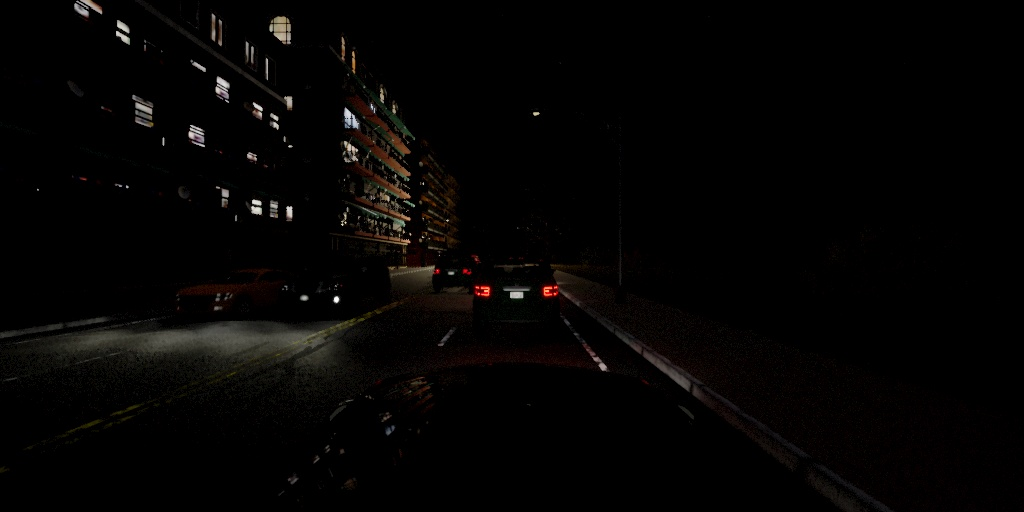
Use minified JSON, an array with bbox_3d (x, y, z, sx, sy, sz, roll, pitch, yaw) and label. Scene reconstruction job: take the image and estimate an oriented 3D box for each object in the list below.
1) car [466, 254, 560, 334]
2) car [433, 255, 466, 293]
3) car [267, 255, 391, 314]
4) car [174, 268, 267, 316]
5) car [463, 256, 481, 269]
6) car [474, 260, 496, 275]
[{"bbox_3d":[0.123,0.973,10.751,2.150,2.045,5.566,0,0,0],"label":"car"},{"bbox_3d":[-3.088,0.973,20.897,2.150,2.045,5.566,0,0,0],"label":"car"},{"bbox_3d":[-6.562,0.973,14.105,2.150,2.045,5.566,0,0,0],"label":"car"},{"bbox_3d":[-9.812,1.229,13.506,1.882,1.535,5.008,0,0,0],"label":"car"},{"bbox_3d":[-6.402,0.971,57.740,2.150,2.045,5.566,0,0,0],"label":"car"},{"bbox_3d":[-3.021,1.242,41.142,2.128,1.511,4.902,0,0,0],"label":"car"}]
